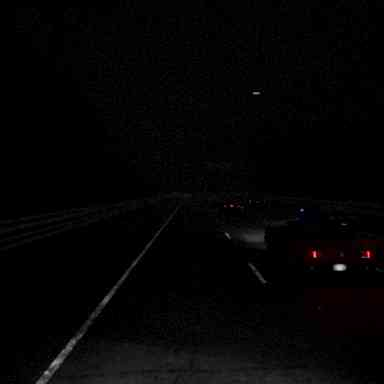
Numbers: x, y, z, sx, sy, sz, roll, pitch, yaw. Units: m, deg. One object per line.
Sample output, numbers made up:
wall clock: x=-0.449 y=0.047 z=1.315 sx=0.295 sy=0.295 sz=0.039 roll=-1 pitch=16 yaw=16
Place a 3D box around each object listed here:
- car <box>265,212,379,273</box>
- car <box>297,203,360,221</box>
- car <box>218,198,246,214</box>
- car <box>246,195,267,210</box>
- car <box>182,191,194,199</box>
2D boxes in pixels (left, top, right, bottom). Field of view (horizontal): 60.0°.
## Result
car: x=3.605 y=1.528 z=10.321 sx=1.895 sy=1.301 sz=4.718 roll=0 pitch=0 yaw=0
car: x=7.104 y=1.352 z=17.968 sx=1.882 sy=1.535 sz=5.008 roll=0 pitch=0 yaw=0
car: x=3.608 y=1.319 z=32.685 sx=2.033 sy=1.411 sz=5.357 roll=0 pitch=0 yaw=0
car: x=7.109 y=1.086 z=38.208 sx=2.097 sy=1.767 sz=4.553 roll=0 pitch=0 yaw=0
car: x=-1.207 y=0.705 z=78.708 sx=2.150 sy=2.045 sz=5.566 roll=0 pitch=0 yaw=0
